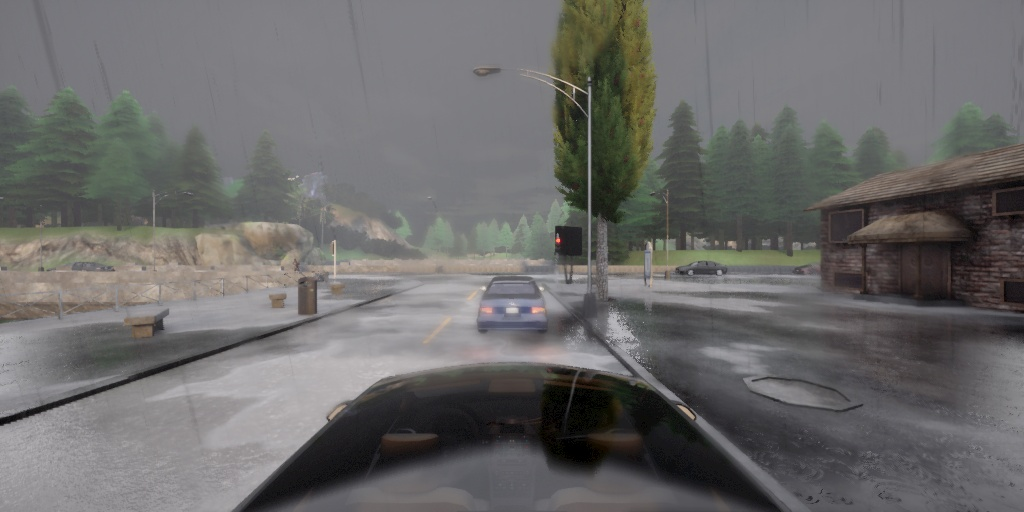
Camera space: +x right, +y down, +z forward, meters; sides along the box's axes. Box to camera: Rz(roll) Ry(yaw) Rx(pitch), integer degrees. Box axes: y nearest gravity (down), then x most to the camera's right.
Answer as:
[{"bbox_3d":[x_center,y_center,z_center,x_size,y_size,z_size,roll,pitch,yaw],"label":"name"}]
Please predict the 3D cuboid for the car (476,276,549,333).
[{"bbox_3d":[0.027,1.297,10.743,2.033,1.411,5.357,0,0,0],"label":"car"}]

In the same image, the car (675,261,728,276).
[{"bbox_3d":[19.203,1.255,36.463,4.892,1.490,1.837,0,0,0],"label":"car"}]

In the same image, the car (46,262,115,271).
[{"bbox_3d":[-43.713,1.297,36.388,5.357,1.411,2.033,0,0,0],"label":"car"}]

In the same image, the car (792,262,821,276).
[{"bbox_3d":[31.075,1.314,36.451,4.181,1.385,1.994,0,0,1],"label":"car"}]

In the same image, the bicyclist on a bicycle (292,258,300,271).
[{"bbox_3d":[-24.512,1.099,40.678,0.582,1.620,1.656,0,0,0],"label":"bicyclist on a bicycle"}]
